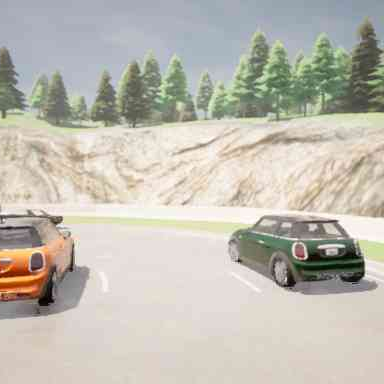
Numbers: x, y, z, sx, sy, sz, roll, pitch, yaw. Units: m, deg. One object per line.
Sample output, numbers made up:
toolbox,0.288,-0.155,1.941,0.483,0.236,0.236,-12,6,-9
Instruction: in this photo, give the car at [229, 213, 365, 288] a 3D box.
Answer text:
car,2.719,1.426,9.773,2.097,1.767,4.553,0,0,-14

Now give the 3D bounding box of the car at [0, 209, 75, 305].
car,-4.188,1.413,8.159,2.097,1.767,4.553,0,0,-13

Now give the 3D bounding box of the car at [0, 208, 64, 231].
car,-11.004,1.761,21.581,4.718,1.301,1.895,0,-1,8
